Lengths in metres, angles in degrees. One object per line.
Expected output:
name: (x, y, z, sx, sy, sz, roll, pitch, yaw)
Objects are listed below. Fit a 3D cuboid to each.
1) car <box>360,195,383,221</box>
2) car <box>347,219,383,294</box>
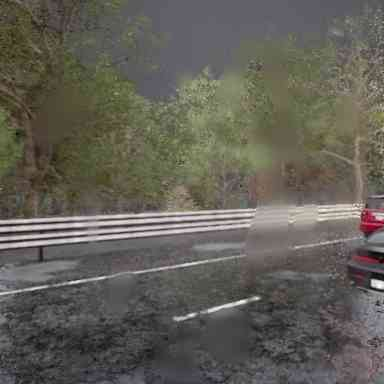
car: (9.857, 1.161, 15.034, 5.566, 2.045, 2.150, 0, 0, -34)
car: (5.485, 1.474, 7.619, 4.892, 1.490, 1.837, 0, 0, -35)
